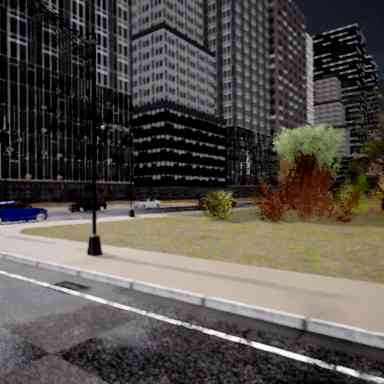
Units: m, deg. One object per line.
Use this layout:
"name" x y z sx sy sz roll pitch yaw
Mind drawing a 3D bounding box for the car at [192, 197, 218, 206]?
"car" 2.363 1.658 59.271 2.128 1.511 4.902 -1 -1 37

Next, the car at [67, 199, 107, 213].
"car" -12.460 1.646 39.759 1.837 1.490 4.892 -1 -1 37

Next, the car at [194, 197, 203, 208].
"car" 2.714 1.581 48.756 1.812 1.442 4.674 -1 -1 37

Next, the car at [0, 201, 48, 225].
"car" -12.566 1.448 23.163 1.882 1.535 5.008 -2 -1 32

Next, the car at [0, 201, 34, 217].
"car" -18.072 1.656 32.319 1.812 1.442 4.674 -1 -1 37

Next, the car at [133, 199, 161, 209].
"car" -6.424 1.678 47.740 1.812 1.442 4.674 -1 -1 37

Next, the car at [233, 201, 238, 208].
"car" 4.647 1.529 45.922 1.812 1.442 4.674 -1 -1 37
